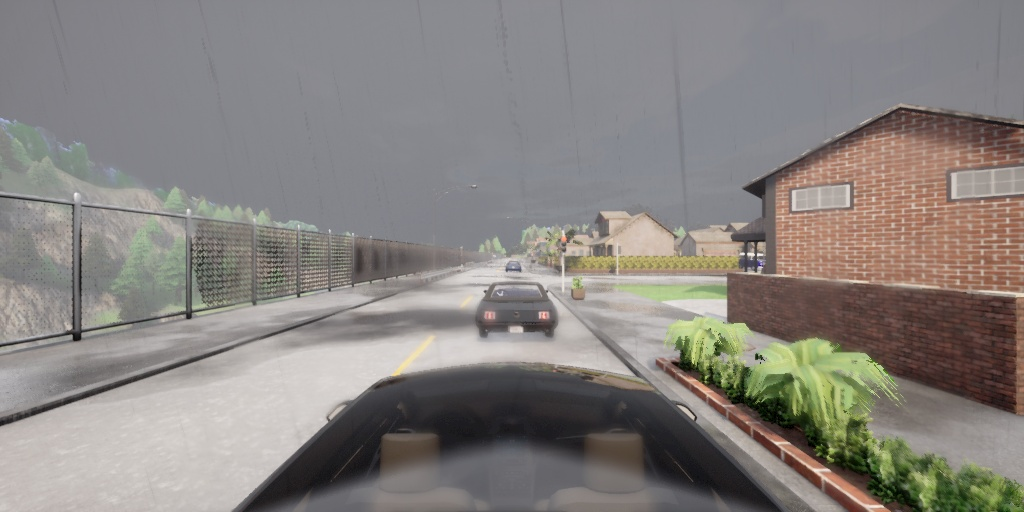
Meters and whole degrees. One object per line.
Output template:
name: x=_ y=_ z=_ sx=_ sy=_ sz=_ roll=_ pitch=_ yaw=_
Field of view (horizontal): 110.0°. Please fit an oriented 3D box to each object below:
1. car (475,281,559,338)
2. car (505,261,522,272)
car: x=0.115 y=1.351 z=10.184 sx=1.895 sy=1.301 sz=4.718 roll=0 pitch=0 yaw=0
car: x=0.184 y=1.313 z=45.250 sx=1.994 sy=1.385 sz=4.181 roll=0 pitch=0 yaw=0
